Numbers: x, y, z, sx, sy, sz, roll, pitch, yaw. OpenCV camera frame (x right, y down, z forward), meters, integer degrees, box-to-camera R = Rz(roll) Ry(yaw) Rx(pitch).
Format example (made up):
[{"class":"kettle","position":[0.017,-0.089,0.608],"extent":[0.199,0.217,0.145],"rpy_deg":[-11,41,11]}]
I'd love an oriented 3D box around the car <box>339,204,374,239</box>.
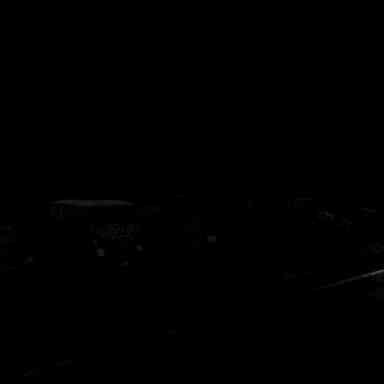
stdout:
[{"class":"car","position":[6.021,1.487,16.538],"extent":[2.002,1.452,4.674],"rpy_deg":[1,0,-35]}]

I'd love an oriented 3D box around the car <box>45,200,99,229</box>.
[{"class":"car","position":[-8.211,1.410,22.459],"extent":[2.097,1.535,5.008],"rpy_deg":[-1,0,-35]}]

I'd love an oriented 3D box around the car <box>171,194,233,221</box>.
[{"class":"car","position":[0.715,1.216,28.780],"extent":[2.435,2.045,5.566],"rpy_deg":[1,0,-35]}]

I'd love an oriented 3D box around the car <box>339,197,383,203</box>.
[{"class":"car","position":[10.563,1.363,19.734],"extent":[2.185,1.767,4.553],"rpy_deg":[1,0,-35]}]

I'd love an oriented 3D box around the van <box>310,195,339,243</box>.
[{"class":"van","position":[3.831,1.200,14.830],"extent":[1.878,1.987,4.442],"rpy_deg":[1,0,-35]}]

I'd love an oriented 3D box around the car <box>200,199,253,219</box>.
[{"class":"car","position":[3.058,1.489,30.478],"extent":[2.097,1.535,5.008],"rpy_deg":[1,0,-35]}]

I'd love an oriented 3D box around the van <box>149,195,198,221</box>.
[{"class":"van","position":[-1.625,1.220,27.290],"extent":[1.878,1.987,4.442],"rpy_deg":[1,0,-35]}]

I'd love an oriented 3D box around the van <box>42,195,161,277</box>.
[{"class":"van","position":[-2.937,1.210,10.006],"extent":[1.878,1.987,4.442],"rpy_deg":[-1,0,-35]}]

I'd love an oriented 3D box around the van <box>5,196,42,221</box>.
[{"class":"van","position":[-10.398,1.208,20.750],"extent":[1.878,1.987,4.442],"rpy_deg":[-1,0,-35]}]

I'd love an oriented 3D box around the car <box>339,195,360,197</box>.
[{"class":"car","position":[16.607,1.365,40.109],"extent":[2.435,2.045,5.566],"rpy_deg":[1,0,-35]}]

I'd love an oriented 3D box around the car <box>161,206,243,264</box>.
[{"class":"car","position":[-0.755,1.442,11.741],"extent":[2.163,1.488,4.792],"rpy_deg":[0,0,-35]}]

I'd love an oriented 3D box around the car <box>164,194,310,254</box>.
[{"class":"car","position":[1.487,1.153,13.337],"extent":[2.435,2.045,5.566],"rpy_deg":[1,0,-35]}]

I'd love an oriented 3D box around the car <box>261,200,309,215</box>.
[{"class":"car","position":[9.718,1.592,35.236],"extent":[2.002,1.452,4.674],"rpy_deg":[1,0,-35]}]

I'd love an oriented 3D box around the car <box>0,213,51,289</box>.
[{"class":"car","position":[-5.265,1.499,8.493],"extent":[2.002,1.452,4.674],"rpy_deg":[-1,0,-35]}]

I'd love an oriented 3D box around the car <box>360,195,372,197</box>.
[{"class":"car","position":[18.863,1.386,41.717],"extent":[2.435,2.045,5.566],"rpy_deg":[1,0,-35]}]

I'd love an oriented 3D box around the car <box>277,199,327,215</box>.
[{"class":"car","position":[12.080,1.573,36.910],"extent":[2.097,1.535,5.008],"rpy_deg":[1,0,-35]}]

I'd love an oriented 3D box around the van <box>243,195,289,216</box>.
[{"class":"van","position":[7.398,1.304,33.722],"extent":[1.878,1.987,4.442],"rpy_deg":[1,0,-35]}]

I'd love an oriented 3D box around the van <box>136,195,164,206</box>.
[{"class":"van","position":[-3.779,1.200,25.755],"extent":[1.878,1.987,4.442],"rpy_deg":[1,0,-35]}]

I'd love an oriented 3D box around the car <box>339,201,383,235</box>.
[{"class":"car","position":[8.286,1.468,18.143],"extent":[2.097,1.535,5.008],"rpy_deg":[1,0,-35]}]
